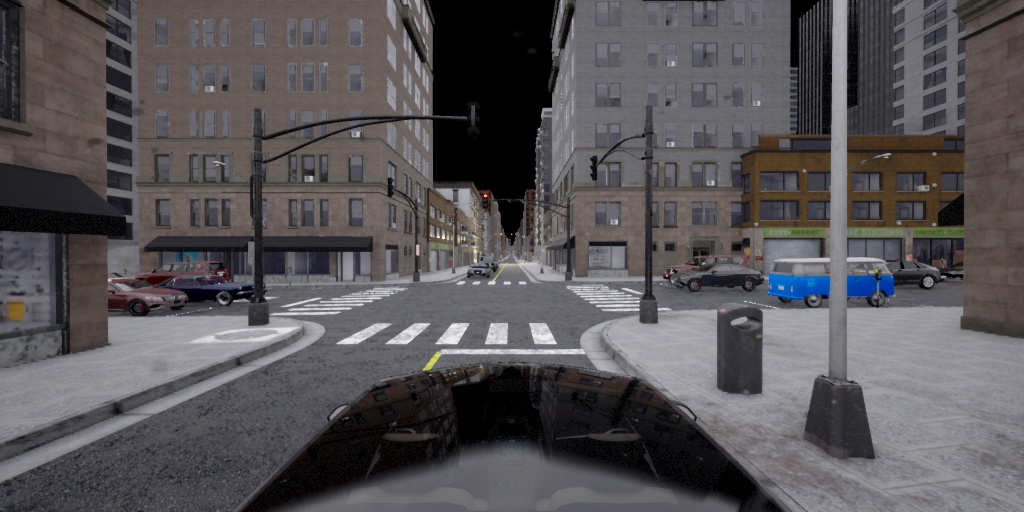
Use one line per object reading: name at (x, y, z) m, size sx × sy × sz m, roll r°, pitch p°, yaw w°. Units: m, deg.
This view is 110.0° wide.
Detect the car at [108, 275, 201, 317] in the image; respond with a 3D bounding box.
car at (-14.814, 1.528, 13.636) m, size 4.207 × 1.307 × 1.802 m, roll 0°, pitch 0°, yaw 0°

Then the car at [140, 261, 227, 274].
car at (-20.338, 1.271, 22.149) m, size 5.009 × 1.841 × 2.192 m, roll 0°, pitch 0°, yaw 0°

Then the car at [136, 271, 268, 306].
car at (-13.949, 1.517, 16.300) m, size 4.718 × 1.301 × 1.895 m, roll -1°, pitch 0°, yaw 0°

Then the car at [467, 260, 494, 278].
car at (-3.088, 1.320, 34.284) m, size 1.994 × 1.385 × 4.181 m, roll 0°, pitch 0°, yaw 0°

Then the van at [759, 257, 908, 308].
van at (12.123, 0.957, 13.693) m, size 3.998 × 1.789 × 1.690 m, roll 0°, pitch 0°, yaw 0°

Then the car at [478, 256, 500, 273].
car at (-3.078, 0.990, 45.276) m, size 2.150 × 2.045 × 5.566 m, roll 0°, pitch 0°, yaw 0°

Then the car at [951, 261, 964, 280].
car at (28.931, 0.916, 22.255) m, size 4.313 × 1.339 × 1.948 m, roll 0°, pitch 0°, yaw 0°

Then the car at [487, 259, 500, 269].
car at (-3.053, 1.293, 58.522) m, size 1.837 × 1.490 × 4.892 m, roll 0°, pitch 0°, yaw 0°

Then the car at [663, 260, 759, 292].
car at (11.108, 1.114, 19.567) m, size 4.674 × 1.442 × 1.812 m, roll -1°, pitch 0°, yaw 1°

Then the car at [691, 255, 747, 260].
car at (12.103, 0.872, 22.219) m, size 5.009 × 1.841 × 2.192 m, roll 0°, pitch 0°, yaw 0°

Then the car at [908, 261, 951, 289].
car at (20.293, 0.981, 19.570) m, size 4.892 × 1.490 × 1.837 m, roll -1°, pitch 0°, yaw 0°

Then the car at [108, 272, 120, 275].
car at (-26.012, 1.552, 22.137) m, size 4.829 × 1.417 × 1.751 m, roll 0°, pitch 0°, yaw 0°
